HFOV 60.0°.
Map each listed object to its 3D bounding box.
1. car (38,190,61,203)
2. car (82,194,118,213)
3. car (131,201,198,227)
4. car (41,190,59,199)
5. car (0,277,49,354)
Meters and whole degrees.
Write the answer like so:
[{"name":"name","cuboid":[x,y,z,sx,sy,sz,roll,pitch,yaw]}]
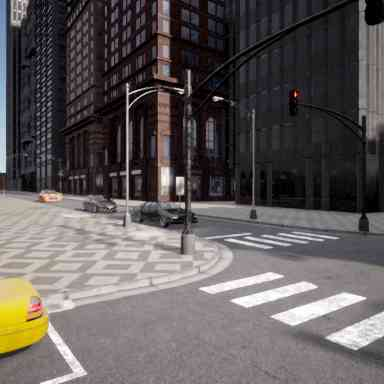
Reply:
[{"name":"car","cuboid":[-18.819,0.520,43.947,2.097,1.767,4.553,0,1,-35]},{"name":"car","cuboid":[-8.087,0.995,28.962,1.837,1.490,4.892,0,1,-36]},{"name":"car","cuboid":[-1.846,1.237,20.288,2.033,1.411,5.357,0,1,-36]},{"name":"car","cuboid":[-24.381,0.422,57.059,1.882,1.535,5.008,0,1,-36]},{"name":"car","cuboid":[-4.232,1.525,3.630,4.829,1.417,1.752,0,0,-35]}]
